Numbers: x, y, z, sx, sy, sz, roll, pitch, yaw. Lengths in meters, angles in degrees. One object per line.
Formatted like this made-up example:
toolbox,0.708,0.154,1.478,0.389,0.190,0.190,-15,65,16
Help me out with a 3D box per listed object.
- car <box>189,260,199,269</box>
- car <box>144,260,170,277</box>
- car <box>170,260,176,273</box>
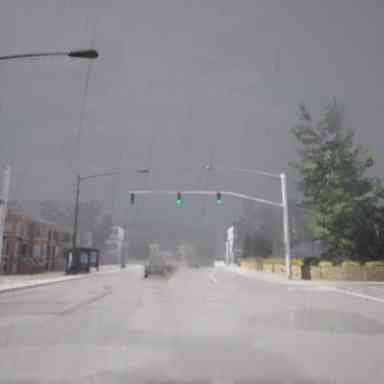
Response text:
car,0.340,12.699,58.239,2.033,1.411,5.357,0,-11,0
car,-3.471,7.460,32.347,1.837,1.490,4.892,0,-11,0
car,-3.421,9.577,42.381,1.895,1.301,4.718,0,-11,1
